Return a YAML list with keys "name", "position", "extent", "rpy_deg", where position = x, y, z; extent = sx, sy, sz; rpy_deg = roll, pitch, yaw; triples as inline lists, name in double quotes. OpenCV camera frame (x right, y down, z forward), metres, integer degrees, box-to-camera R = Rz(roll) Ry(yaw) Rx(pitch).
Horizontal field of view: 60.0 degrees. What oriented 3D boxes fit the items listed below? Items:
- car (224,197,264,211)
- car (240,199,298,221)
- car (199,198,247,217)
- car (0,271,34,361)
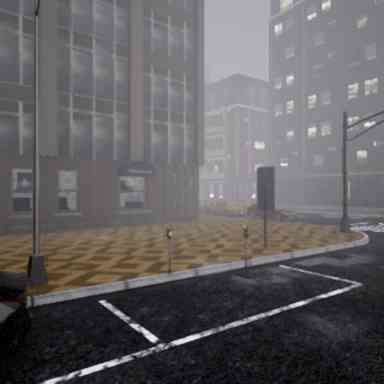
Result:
- name: "car"
  position: [6.103, 1.392, 39.516]
  extent: [1.752, 1.417, 4.829]
  rpy_deg: [0, 0, -36]
- name: "car"
  position: [5.988, 1.459, 25.289]
  extent: [1.802, 1.307, 4.206]
  rpy_deg: [0, 0, -36]
- name: "car"
  position: [2.789, 1.392, 29.754]
  extent: [1.752, 1.417, 4.829]
  rpy_deg: [0, 0, -36]
- name: "car"
  position: [-4.099, 1.571, 3.632]
  extent: [4.313, 1.339, 1.947]
  rpy_deg: [0, 0, -35]
